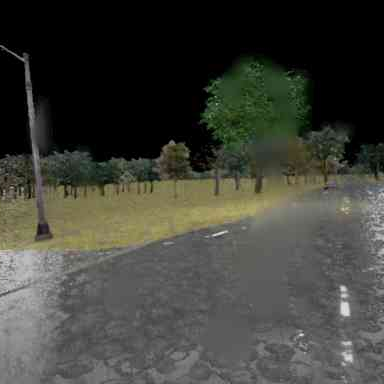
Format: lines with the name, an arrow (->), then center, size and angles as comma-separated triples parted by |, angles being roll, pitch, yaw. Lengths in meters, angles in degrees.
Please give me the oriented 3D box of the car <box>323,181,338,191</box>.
car -> 20.888, -0.977, 50.048 | 2.033, 1.411, 5.357 | -1, 2, 26
